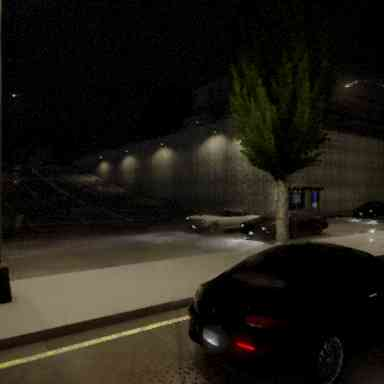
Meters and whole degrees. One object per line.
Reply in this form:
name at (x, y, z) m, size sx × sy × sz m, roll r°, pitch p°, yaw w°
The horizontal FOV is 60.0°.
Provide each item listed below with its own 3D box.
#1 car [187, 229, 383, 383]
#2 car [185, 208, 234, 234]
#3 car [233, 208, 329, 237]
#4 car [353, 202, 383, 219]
car at (2.098, 1.537, 5.242) m, size 4.674 × 1.442 × 1.812 m, roll 0°, pitch 0°, yaw -35°
car at (1.910, 1.618, 19.476) m, size 4.718 × 1.301 × 1.895 m, roll 0°, pitch 0°, yaw -35°
car at (4.963, 1.576, 17.354) m, size 5.357 × 1.411 × 2.033 m, roll 0°, pitch 0°, yaw -36°
car at (16.303, 1.600, 29.742) m, size 4.674 × 1.442 × 1.812 m, roll 0°, pitch 0°, yaw -35°
